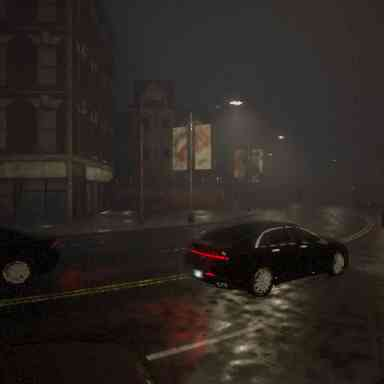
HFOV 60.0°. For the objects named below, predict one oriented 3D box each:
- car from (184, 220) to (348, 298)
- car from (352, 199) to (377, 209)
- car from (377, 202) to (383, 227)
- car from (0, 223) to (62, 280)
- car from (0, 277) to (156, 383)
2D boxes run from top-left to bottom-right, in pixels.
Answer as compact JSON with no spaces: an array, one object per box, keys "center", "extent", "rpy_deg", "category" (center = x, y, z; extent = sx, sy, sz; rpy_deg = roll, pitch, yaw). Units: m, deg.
[{"center":[2.090,1.500,8.544],"extent":[4.892,1.490,1.837],"rpy_deg":[0,1,-36],"category":"car"},{"center":[23.605,1.574,45.394],"extent":[1.895,1.301,4.718],"rpy_deg":[0,0,2],"category":"car"},{"center":[13.800,1.480,22.353],"extent":[2.128,1.511,4.902],"rpy_deg":[0,0,29],"category":"car"},{"center":[-5.836,1.472,8.024],"extent":[5.008,1.535,1.882],"rpy_deg":[0,0,-27],"category":"car"},{"center":[-2.615,1.546,1.539],"extent":[5.357,1.411,2.033],"rpy_deg":[0,0,-25],"category":"car"}]
